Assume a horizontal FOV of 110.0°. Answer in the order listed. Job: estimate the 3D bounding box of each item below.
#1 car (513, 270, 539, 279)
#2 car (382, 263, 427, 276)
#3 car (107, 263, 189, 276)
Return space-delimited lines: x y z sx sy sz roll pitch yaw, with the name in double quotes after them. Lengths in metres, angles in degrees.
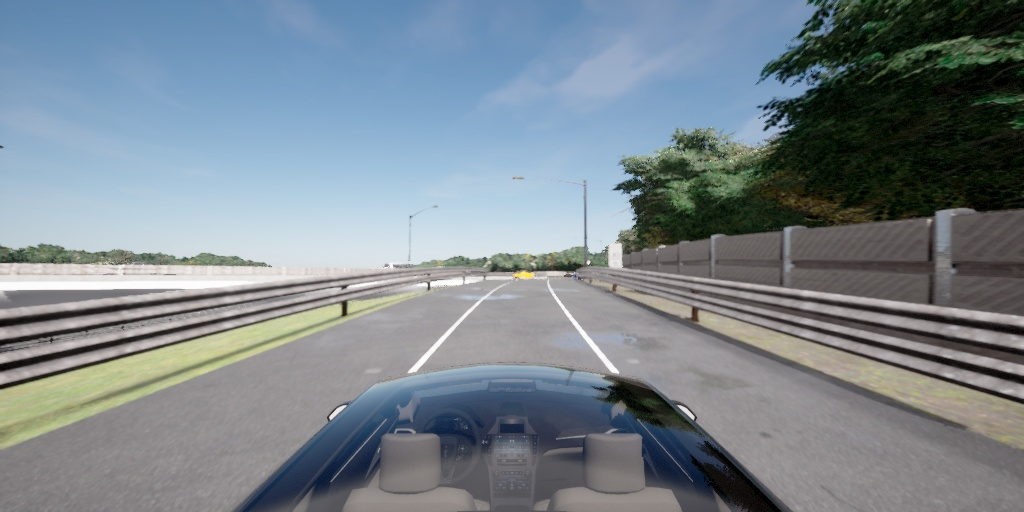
2.109 3.238 61.553 1.882 1.535 5.008 -2 -4 35 "car"
-13.205 1.919 44.056 5.566 2.045 2.150 3 -4 -43 "car"
-30.837 1.321 30.592 4.902 1.511 2.128 2 -4 -29 "car"
